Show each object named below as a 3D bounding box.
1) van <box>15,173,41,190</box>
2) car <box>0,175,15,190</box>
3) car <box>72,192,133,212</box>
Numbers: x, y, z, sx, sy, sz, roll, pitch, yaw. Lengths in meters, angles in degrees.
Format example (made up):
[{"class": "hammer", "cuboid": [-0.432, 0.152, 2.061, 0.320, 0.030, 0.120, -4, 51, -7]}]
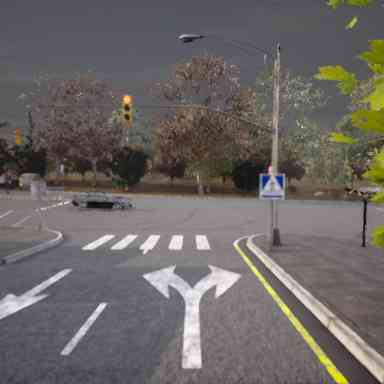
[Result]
[{"class": "van", "cuboid": [-20.262, -1.304, 41.649, 1.878, 1.987, 4.442, 1, 5, -14]}, {"class": "car", "cuboid": [-23.231, -1.330, 42.049, 2.185, 1.767, 4.553, 0, 5, -13]}, {"class": "car", "cuboid": [-7.233, 0.738, 27.074, 4.902, 1.511, 2.128, 2, 5, 5]}]
